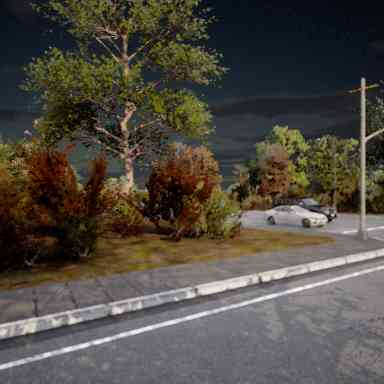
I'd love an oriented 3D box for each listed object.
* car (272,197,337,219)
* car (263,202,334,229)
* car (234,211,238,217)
[{"bbox_3d":[8.869,1.430,27.113,2.150,2.045,5.566,0,-1,-37],"label":"car"},{"bbox_3d":[7.185,1.697,23.518,1.812,1.442,4.674,0,-1,-38],"label":"car"},{"bbox_3d":[2.637,1.699,34.384,2.097,1.767,4.553,0,-1,-42],"label":"car"}]
